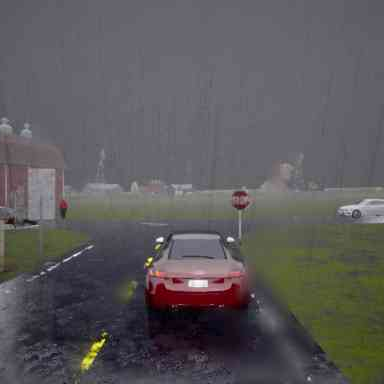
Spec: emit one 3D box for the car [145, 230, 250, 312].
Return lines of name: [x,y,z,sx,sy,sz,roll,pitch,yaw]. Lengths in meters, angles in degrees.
car: [0.087,1.565,7.799,1.994,1.385,4.181,0,0,-1]

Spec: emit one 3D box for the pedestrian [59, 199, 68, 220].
pedestrian: [-11.273,1.491,29.142,0.375,1.860,0.375,0,0,4]

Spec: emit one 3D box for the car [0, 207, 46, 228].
car: [-13.243,1.732,23.407,5.357,1.411,2.033,-1,-1,4]

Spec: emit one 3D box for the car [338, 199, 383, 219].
car: [13.983,1.283,26.256,4.674,1.442,1.812,-1,0,-4]
